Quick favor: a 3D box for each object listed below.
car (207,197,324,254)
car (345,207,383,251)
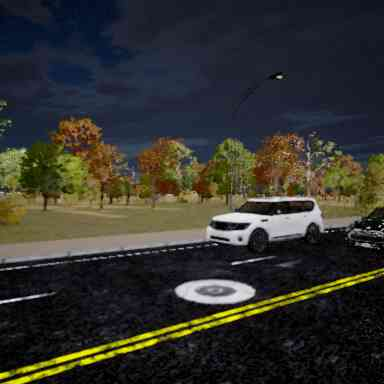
[{"bbox_3d":[3.255,1.237,13.996,5.566,2.045,2.150,0,0,-36],"label":"car"},{"bbox_3d":[8.232,1.374,13.554,4.553,1.767,2.097,0,0,-36],"label":"car"}]
